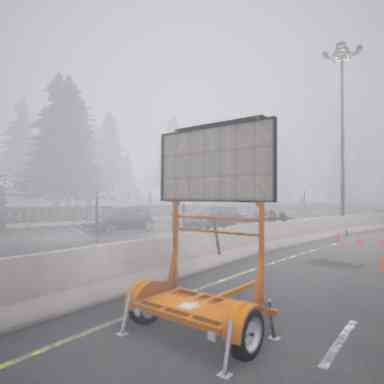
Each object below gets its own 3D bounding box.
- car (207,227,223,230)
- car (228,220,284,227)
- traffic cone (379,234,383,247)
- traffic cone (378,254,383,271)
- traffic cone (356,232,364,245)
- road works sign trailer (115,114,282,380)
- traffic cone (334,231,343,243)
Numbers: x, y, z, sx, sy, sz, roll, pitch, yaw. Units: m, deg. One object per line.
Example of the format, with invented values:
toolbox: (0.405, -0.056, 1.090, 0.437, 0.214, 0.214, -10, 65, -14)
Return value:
car: (1.605, 1.775, 23.217, 2.097, 1.767, 4.553, -1, -1, 44)
car: (4.529, 1.892, 21.264, 2.128, 1.511, 4.902, -1, -2, 45)
traffic cone: (9.030, 2.275, 15.708, 0.340, 0.580, 0.340, -1, -1, 39)
traffic cone: (6.040, 2.168, 10.412, 0.340, 0.580, 0.340, -1, -1, 39)
traffic cone: (8.252, 2.283, 16.336, 0.340, 0.580, 0.340, -1, -1, 39)
road works sign trailer: (0.492, 0.575, 5.926, 2.380, 3.560, 2.880, -1, -1, 39)
traffic cone: (7.474, 2.291, 16.964, 0.340, 0.580, 0.340, -1, -1, 39)
